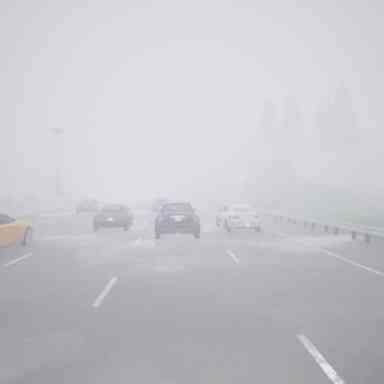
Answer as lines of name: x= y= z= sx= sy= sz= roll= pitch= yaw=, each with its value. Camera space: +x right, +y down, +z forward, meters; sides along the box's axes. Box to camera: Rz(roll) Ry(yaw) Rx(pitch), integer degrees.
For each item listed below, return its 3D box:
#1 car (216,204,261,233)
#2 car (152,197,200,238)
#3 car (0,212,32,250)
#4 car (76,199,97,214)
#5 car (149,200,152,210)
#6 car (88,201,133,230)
car: x=2.541 y=1.393 z=18.802 sx=1.812 sy=1.442 sz=4.674 roll=0 pitch=0 yaw=-5
car: x=-0.816 y=1.235 z=16.981 sx=2.097 sy=1.767 sz=4.553 roll=0 pitch=0 yaw=-5
car: x=-7.393 y=1.401 z=11.703 sx=1.882 sy=1.535 sz=5.008 roll=0 pitch=0 yaw=-3
car: x=-9.810 y=1.335 z=31.751 sx=2.033 sy=1.411 sz=5.357 roll=0 pitch=0 yaw=-10
car: x=-3.497 y=1.260 z=35.869 sx=1.837 sy=1.490 sz=4.892 roll=0 pitch=0 yaw=-11
car: x=-4.632 y=1.429 z=19.956 sx=1.994 sy=1.385 sz=4.181 roll=0 pitch=0 yaw=-6
